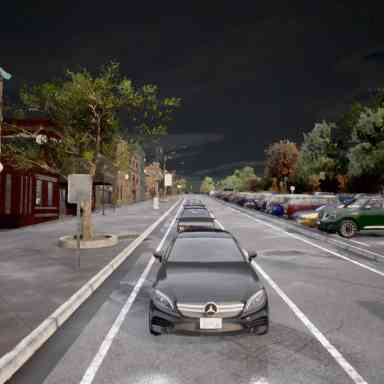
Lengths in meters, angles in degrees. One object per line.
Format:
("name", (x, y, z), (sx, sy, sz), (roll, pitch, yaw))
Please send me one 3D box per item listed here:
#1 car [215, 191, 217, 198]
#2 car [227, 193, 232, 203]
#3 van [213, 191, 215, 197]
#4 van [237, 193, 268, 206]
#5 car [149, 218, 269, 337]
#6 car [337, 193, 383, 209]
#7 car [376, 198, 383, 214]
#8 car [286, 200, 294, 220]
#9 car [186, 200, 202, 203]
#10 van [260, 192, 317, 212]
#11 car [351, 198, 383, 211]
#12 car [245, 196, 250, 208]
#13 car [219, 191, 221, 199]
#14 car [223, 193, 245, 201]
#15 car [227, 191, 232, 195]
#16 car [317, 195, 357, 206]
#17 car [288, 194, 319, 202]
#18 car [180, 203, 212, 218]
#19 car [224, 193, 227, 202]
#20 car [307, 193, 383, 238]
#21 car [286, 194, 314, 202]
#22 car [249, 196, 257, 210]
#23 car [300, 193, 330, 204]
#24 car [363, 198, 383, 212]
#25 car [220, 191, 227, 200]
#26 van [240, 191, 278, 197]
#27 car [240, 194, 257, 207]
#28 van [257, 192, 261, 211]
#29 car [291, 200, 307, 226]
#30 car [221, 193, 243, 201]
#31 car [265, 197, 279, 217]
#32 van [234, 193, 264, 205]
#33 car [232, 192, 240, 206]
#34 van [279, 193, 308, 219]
("car", (8.793, 1.063, 81.539), (5.008, 1.535, 2.097), (0, 1, 0))
("car", (8.978, 1.289, 56.312), (4.892, 1.521, 2.231), (0, 1, 0))
("van", (8.619, 0.762, 89.946), (4.442, 1.987, 1.878), (0, 1, 0))
("van", (9.143, 1.112, 50.704), (4.442, 1.987, 1.878), (0, 1, 0))
("car", (0.251, 1.524, 6.849), (1.812, 1.442, 4.674), (0, 0, 0))
("car", (22.135, 1.152, 43.008), (5.566, 2.045, 2.435), (0, 0, 0))
("car", (22.409, 1.443, 34.682), (5.366, 1.575, 1.946), (0, 0, 0))
("car", (9.236, 1.506, 22.664), (4.674, 1.452, 2.002), (0, 0, 0))
("car", (0.211, 1.442, 29.876), (2.128, 1.511, 4.902), (0, 0, 0))
("van", (9.055, 1.230, 31.077), (4.442, 1.987, 1.878), (0, 0, 0))
("car", (22.212, 1.451, 40.236), (4.792, 1.488, 2.163), (0, 0, 0))
("car", (9.106, 1.465, 39.490), (4.674, 1.452, 2.002), (0, 0, 0))
("car", (8.873, 0.937, 67.522), (5.566, 2.045, 2.435), (0, 1, 0))
("car", (8.850, 1.038, 70.326), (4.553, 1.767, 2.185), (0, 1, 0))
("car", (8.995, 1.138, 59.114), (4.553, 1.767, 2.185), (0, 1, 0))
("car", (22.288, 1.331, 51.339), (5.366, 1.575, 1.946), (0, 1, 0))
("car", (21.814, 1.207, 65.214), (5.366, 1.575, 1.946), (0, 1, 0))
("car", (0.188, 1.532, 17.428), (2.033, 1.411, 5.357), (0, 0, 0))
("car", (8.941, 1.278, 61.918), (4.674, 1.452, 2.002), (0, 1, 0))
("car", (9.247, 1.220, 17.057), (5.566, 2.045, 2.435), (0, 0, 0))
("car", (21.984, 1.187, 67.992), (4.892, 1.521, 2.231), (0, 1, 0))
("car", (9.159, 1.469, 36.683), (4.792, 1.488, 2.163), (0, 0, 0))
("car", (22.071, 1.134, 59.665), (4.553, 1.767, 2.185), (0, 1, 0))
("car", (22.175, 1.468, 37.452), (4.792, 1.488, 2.163), (0, 0, 0))
("car", (8.894, 0.962, 64.719), (5.566, 2.045, 2.435), (0, 1, 0))
("van", (9.184, 1.162, 45.100), (4.442, 1.987, 1.878), (0, 0, 0))
("car", (9.095, 1.408, 42.293), (4.892, 1.521, 2.231), (0, 0, 0))
("van", (9.267, 1.222, 33.880), (4.442, 1.987, 1.878), (0, 0, 0))
("car", (9.069, 1.466, 19.860), (5.366, 1.575, 1.946), (0, 0, 0))
("car", (8.829, 1.013, 73.129), (4.553, 1.767, 2.185), (0, 1, 0))
("car", (9.187, 1.459, 28.271), (5.008, 1.535, 2.097), (0, 0, 0))
("van", (9.122, 1.087, 53.507), (4.442, 1.987, 1.878), (0, 1, 0))
("car", (9.019, 1.112, 47.899), (5.566, 2.045, 2.435), (0, 1, 0))
("van", (9.330, 1.237, 25.468), (4.442, 1.987, 1.878), (0, 0, 0))
